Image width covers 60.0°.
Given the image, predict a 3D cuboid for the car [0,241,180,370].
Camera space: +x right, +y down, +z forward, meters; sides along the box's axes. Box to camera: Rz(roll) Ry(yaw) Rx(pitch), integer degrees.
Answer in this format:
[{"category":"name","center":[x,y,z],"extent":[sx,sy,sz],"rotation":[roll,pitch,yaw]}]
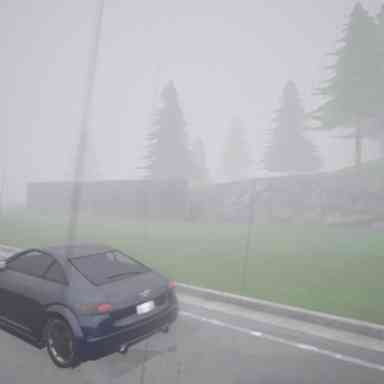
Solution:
[{"category":"car","center":[-2.256,1.567,5.795],"extent":[4.181,1.385,1.994],"rotation":[0,0,36]}]
